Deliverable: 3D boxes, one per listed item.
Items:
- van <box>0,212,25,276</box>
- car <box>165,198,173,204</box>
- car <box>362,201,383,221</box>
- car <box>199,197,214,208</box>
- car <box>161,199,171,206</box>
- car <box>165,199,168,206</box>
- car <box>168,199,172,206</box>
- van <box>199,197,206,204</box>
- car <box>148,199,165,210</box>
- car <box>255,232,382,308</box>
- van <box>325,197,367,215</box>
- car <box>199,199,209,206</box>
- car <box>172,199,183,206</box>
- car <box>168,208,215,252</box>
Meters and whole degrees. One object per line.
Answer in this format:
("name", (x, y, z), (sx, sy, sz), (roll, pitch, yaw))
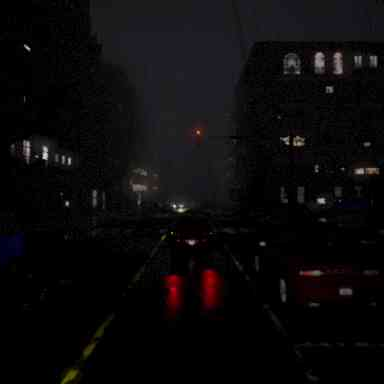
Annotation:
("van", (-5.705, 1.416, 8.022), (1.690, 1.788, 3.998), (0, -1, 0))
("car", (-5.754, 2.355, 84.490), (1.752, 1.417, 4.829), (-1, -1, 0))
("car", (15.746, 1.566, 25.232), (4.313, 1.339, 1.947), (-1, 1, -1))
("car", (2.643, 1.989, 57.023), (1.967, 1.590, 4.097), (-1, -1, 0))
("car", (-5.747, 2.299, 73.604), (1.802, 1.307, 4.206), (-1, -1, 0))
("car", (-5.736, 2.115, 57.021), (1.947, 1.339, 4.313), (0, -1, 0))
("car", (-5.744, 2.101, 68.077), (1.967, 1.590, 4.097), (-1, -1, 0))
("van", (2.624, 2.173, 84.661), (1.690, 1.788, 3.998), (-1, -1, 0))
("car", (-5.732, 2.044, 51.494), (2.008, 1.369, 4.403), (0, -1, 0))
("car", (2.677, 1.620, 8.025), (1.887, 1.381, 4.507), (0, -1, 0))
("van", (15.619, 1.351, 33.608), (3.998, 1.788, 1.690), (-1, 1, -1))
("car", (2.634, 2.268, 73.604), (2.008, 1.369, 4.403), (-1, -1, 0))
("car", (-3.050, 2.231, 72.930), (1.812, 1.442, 4.674), (0, -1, 0))
("car", (-0.006, 1.660, 14.382), (1.812, 1.442, 4.674), (0, 0, 0))
